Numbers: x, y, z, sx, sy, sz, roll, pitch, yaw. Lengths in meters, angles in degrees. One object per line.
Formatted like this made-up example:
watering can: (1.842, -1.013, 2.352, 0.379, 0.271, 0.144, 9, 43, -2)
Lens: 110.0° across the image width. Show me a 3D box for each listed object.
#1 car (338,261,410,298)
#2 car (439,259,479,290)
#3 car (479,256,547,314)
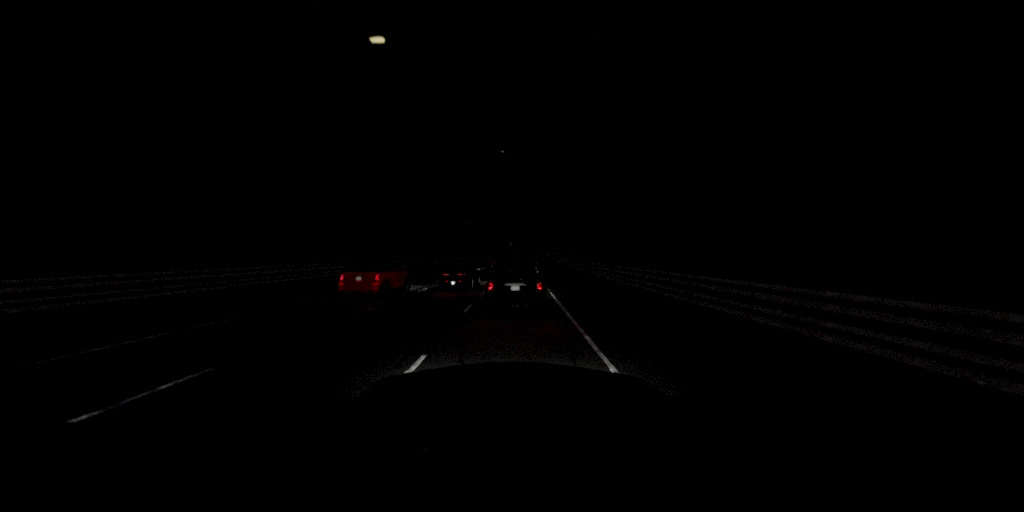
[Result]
car: (-6.654, 1.004, 17.820, 2.097, 1.767, 4.553, 0, 0, 1)
car: (-3.067, 1.136, 21.505, 1.837, 1.490, 4.892, 0, 1, 2)
car: (0.145, 1.030, 13.554, 2.097, 1.767, 4.553, 0, 0, 1)
